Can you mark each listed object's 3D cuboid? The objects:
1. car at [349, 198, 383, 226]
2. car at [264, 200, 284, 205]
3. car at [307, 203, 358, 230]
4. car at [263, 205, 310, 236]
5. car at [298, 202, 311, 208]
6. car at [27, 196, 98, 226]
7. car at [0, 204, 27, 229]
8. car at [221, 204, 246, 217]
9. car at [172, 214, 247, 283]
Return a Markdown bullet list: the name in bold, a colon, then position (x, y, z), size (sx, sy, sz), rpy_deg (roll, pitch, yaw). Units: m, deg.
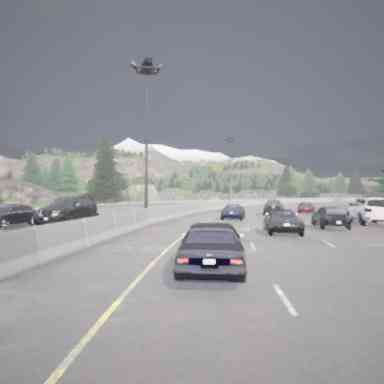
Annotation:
- **car**: position (13.367, 1.437, 25.085), size (2.150, 2.045, 5.566), rpy_deg (0, 0, 12)
- **car**: position (9.001, 1.610, 36.430), size (2.097, 1.767, 4.553), rpy_deg (0, 0, 16)
- **car**: position (9.343, 1.705, 22.512), size (1.812, 1.442, 4.674), rpy_deg (0, 0, 10)
- **car**: position (5.286, 1.705, 19.491), size (1.994, 1.385, 4.181), rpy_deg (0, 0, 8)
- **car**: position (13.998, 1.873, 40.794), size (1.994, 1.385, 4.181), rpy_deg (0, 0, 18)
- **car**: position (-8.501, 1.310, 23.073), size (2.150, 2.045, 5.566), rpy_deg (0, -1, 9)
- **car**: position (-12.196, 1.569, 22.122), size (1.837, 1.490, 4.892), rpy_deg (0, -1, 9)
- **car**: position (3.796, 1.758, 30.280), size (1.994, 1.385, 4.181), rpy_deg (0, 0, 13)
- **car**: position (0.588, 1.608, 9.863), size (2.033, 1.411, 5.357), rpy_deg (0, 0, 5)
